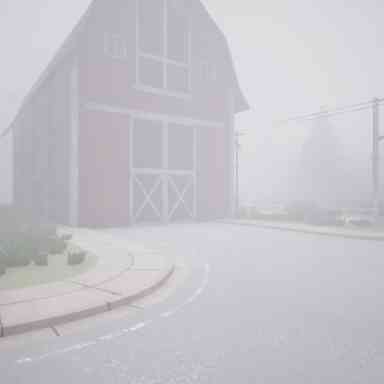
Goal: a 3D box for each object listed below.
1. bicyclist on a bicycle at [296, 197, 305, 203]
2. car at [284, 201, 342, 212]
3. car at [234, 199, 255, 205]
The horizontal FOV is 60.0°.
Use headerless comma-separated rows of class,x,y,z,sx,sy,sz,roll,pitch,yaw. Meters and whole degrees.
bicyclist on a bicycle,13.252,1.313,40.222,1.656,1.620,0.582,46,-25,-24
car,10.930,1.567,30.599,2.033,1.411,5.357,0,0,-35
car,5.498,1.546,38.480,1.812,1.442,4.674,0,0,-34
